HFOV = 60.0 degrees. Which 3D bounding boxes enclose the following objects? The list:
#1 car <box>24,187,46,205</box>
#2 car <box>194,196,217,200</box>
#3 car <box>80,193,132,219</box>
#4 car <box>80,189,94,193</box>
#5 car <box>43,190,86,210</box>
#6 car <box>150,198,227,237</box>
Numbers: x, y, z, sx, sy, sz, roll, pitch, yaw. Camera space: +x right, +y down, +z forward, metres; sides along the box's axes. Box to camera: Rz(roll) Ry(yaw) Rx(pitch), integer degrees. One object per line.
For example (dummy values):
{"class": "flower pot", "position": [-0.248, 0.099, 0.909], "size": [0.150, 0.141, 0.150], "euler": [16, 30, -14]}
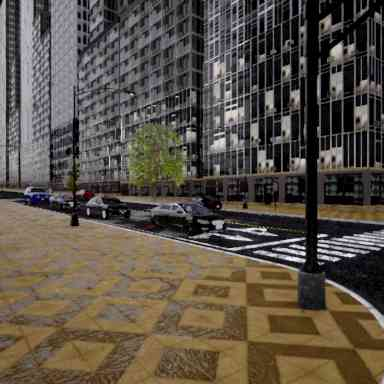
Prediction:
{"class": "car", "position": [-18.896, 0.432, 40.549], "size": [2.150, 2.045, 5.566], "euler": [0, 1, -38]}
{"class": "car", "position": [0.887, 1.081, 31.319], "size": [1.812, 1.442, 4.674], "euler": [0, 1, -38]}
{"class": "car", "position": [-6.143, 1.096, 24.184], "size": [1.837, 1.490, 4.892], "euler": [0, 1, -38]}
{"class": "car", "position": [-17.769, 0.350, 55.185], "size": [2.097, 1.767, 4.553], "euler": [0, 1, -39]}
{"class": "car", "position": [-12.378, 0.898, 32.143], "size": [2.128, 1.511, 4.902], "euler": [0, 1, -38]}
{"class": "car", "position": [-0.301, 1.256, 16.751], "size": [2.128, 1.511, 4.902], "euler": [0, 1, -38]}
